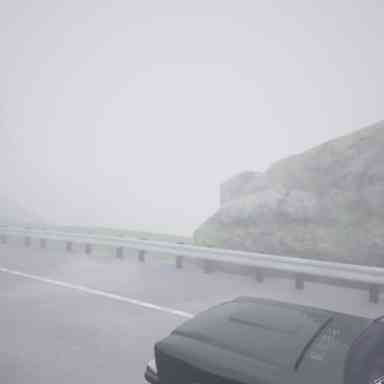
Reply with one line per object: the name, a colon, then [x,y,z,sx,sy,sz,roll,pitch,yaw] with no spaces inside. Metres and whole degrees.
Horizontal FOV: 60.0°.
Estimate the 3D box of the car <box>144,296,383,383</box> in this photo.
car: [1.895,1.594,2.555,4.718,1.301,1.895,0,0,35]
